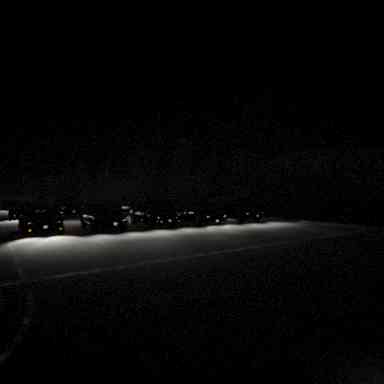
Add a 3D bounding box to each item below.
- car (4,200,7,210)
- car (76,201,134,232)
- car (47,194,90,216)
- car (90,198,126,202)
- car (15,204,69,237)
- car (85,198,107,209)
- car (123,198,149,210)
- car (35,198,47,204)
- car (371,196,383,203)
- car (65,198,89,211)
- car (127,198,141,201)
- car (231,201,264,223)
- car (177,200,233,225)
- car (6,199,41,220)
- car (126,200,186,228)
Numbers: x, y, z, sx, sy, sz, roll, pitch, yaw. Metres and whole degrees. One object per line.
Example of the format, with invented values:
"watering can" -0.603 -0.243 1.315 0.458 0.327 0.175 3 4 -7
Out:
"car" -23.787 1.658 44.029 1.895 1.301 4.718 0 0 -31
"car" -5.453 1.512 20.355 1.837 1.490 4.892 0 0 -31
"car" -11.121 1.239 29.709 2.150 2.045 5.566 0 1 -31
"car" -8.216 1.487 31.675 1.882 1.535 5.008 0 0 -31
"car" -8.410 1.583 18.480 1.994 1.385 4.181 0 0 -31
"car" -13.850 1.583 47.853 1.994 1.385 4.181 0 0 -31
"car" -7.555 1.525 44.129 1.812 1.442 4.674 0 0 -31
"car" -20.942 1.523 46.091 1.882 1.535 5.008 0 0 -31
"car" 36.074 1.371 62.003 2.033 1.411 5.357 0 0 -16
"car" -14.791 1.529 42.588 1.837 1.490 4.892 0 1 -31
"car" -6.008 1.547 34.776 2.033 1.411 5.357 0 0 -32
"car" 3.462 1.477 25.909 1.837 1.490 4.892 0 0 -31
"car" 0.321 1.531 24.333 2.033 1.411 5.357 0 0 -31
"car" -14.588 1.598 28.685 1.994 1.385 4.181 0 0 -31
"car" -2.577 1.500 22.364 1.837 1.490 4.892 0 0 -31
